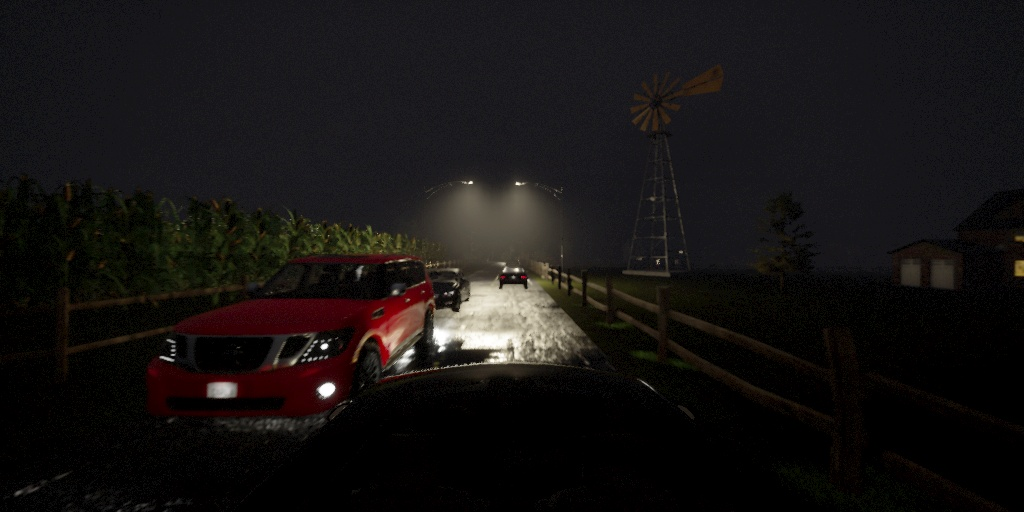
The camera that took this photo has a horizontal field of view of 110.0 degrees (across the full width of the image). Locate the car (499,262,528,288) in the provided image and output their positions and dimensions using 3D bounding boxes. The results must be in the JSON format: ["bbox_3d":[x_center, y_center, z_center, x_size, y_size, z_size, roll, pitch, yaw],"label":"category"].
[{"bbox_3d":[0.087,1.299,23.550,2.033,1.411,5.357,0,0,0],"label":"car"}]

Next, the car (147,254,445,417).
[{"bbox_3d":[-2.846,0.971,6.290,2.150,2.045,5.566,0,0,0],"label":"car"}]

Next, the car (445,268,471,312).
[{"bbox_3d":[-2.745,1.240,14.175,2.128,1.511,4.902,0,0,0],"label":"car"}]

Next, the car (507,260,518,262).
[{"bbox_3d":[0.058,1.244,45.681,1.882,1.535,5.008,0,0,0],"label":"car"}]
